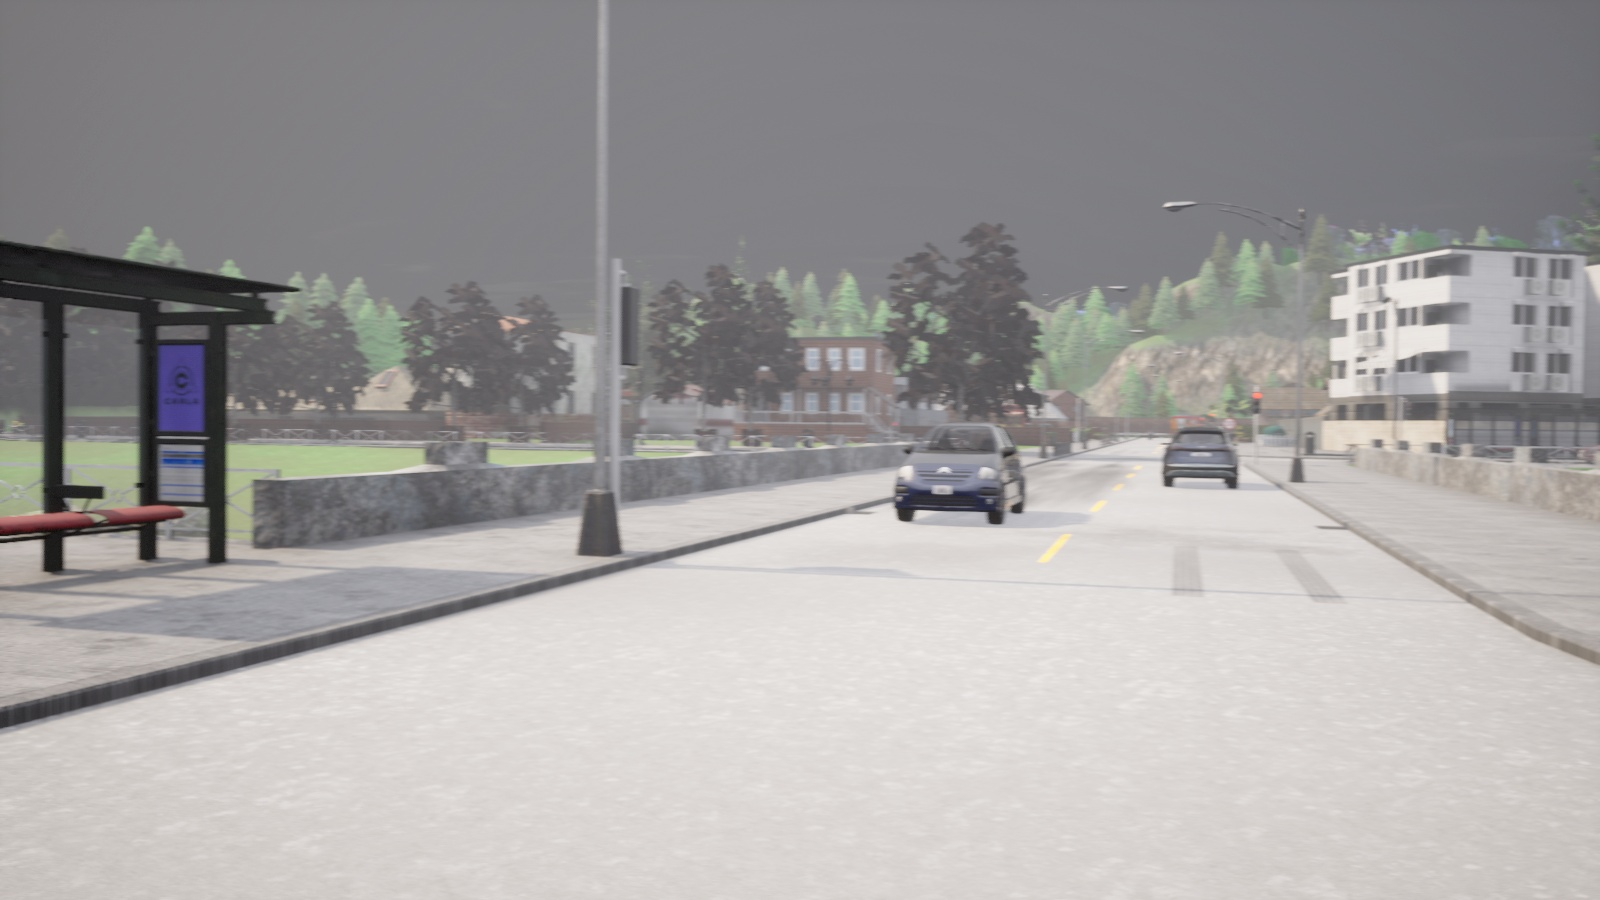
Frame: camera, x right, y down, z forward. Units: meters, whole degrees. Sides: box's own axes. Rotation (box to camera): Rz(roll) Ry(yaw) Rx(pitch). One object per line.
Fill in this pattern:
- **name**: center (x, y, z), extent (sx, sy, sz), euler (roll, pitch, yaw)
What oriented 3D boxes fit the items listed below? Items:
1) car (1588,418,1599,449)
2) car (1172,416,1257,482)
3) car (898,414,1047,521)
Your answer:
- **car**: center (40.132, -0.806, 59.297), extent (4.674, 1.442, 1.812), euler (0, 1, 17)
- **car**: center (11.172, -0.086, 34.023), extent (2.033, 1.649, 4.856), euler (0, 1, 17)
- **car**: center (3.010, 0.229, 21.213), extent (1.851, 1.617, 3.988), euler (0, 1, 17)
